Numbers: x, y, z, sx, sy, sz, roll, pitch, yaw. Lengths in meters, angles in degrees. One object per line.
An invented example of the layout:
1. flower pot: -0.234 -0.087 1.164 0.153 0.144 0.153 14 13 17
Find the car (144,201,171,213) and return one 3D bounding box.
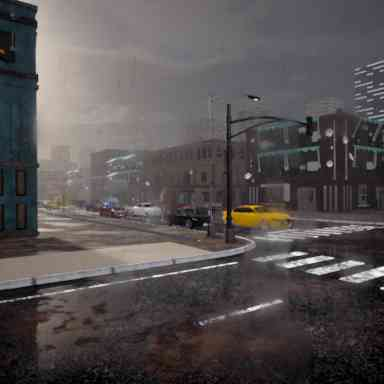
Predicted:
1. car: -4.679 1.961 44.550 1.802 1.307 4.206 -2 0 -35

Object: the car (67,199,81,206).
1. car: -27.110 2.359 76.144 1.947 1.339 4.313 -1 0 -35

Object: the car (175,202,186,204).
1. car: -1.476 1.899 40.037 1.802 1.307 4.206 -2 0 -35

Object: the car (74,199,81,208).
1. car: -20.440 2.187 62.289 1.812 1.442 4.674 -1 0 -35

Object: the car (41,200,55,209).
1. car: -24.231 2.230 57.612 1.752 1.417 4.829 -1 0 -35

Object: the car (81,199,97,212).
1. car: -13.561 2.066 47.134 2.033 1.411 5.357 -1 0 -35

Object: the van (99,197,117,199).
1. van: -14.298 1.902 58.090 1.690 1.788 3.998 -1 0 -35

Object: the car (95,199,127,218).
1. car: -8.311 1.843 35.184 1.967 1.590 4.097 -1 0 -35

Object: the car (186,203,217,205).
1. car: 1.728 1.805 35.524 2.008 1.369 4.403 -2 0 -35

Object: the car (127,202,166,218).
1. car: -4.685 1.873 34.573 1.812 1.442 4.674 -1 0 -36

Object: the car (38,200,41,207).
1. car: -30.738 2.373 66.778 2.008 1.369 4.403 -1 0 -35

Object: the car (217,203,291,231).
1. car: 4.219 1.649 22.180 1.882 1.535 5.008 -1 0 -37

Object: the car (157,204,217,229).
1. car: -0.374 1.812 23.799 1.947 1.339 4.313 -2 0 -35

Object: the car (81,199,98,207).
1. car: -20.702 2.223 67.117 1.887 1.381 4.507 -1 0 -35
